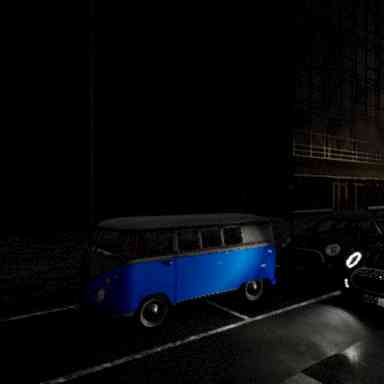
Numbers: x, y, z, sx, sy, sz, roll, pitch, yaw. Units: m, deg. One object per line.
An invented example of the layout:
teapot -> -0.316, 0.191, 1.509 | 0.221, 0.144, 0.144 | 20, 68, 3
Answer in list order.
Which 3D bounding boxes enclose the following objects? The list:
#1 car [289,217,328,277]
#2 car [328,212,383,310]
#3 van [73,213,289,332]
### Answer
car -> 4.439, 1.441, 9.808 | 4.097, 1.590, 1.967 | 0, 0, -35
car -> 5.217, 1.352, 7.094 | 4.553, 1.767, 2.097 | 0, 0, -35
van -> -0.129, 1.341, 6.553 | 3.998, 1.788, 1.690 | 0, 0, -35
